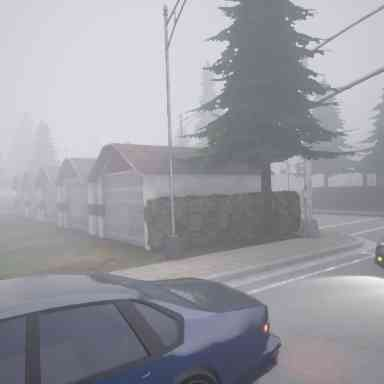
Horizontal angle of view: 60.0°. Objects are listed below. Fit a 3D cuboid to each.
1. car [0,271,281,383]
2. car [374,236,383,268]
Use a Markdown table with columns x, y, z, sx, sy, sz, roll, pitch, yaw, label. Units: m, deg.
| x | y | z | sx | sy | sz | roll | pitch | yaw | label |
| --- | --- | --- | --- | --- | --- | --- | --- | --- | --- |
| -1.610 | 1.539 | 2.824 | 5.357 | 1.411 | 2.033 | -2 | 1 | -34 | car |
| 6.459 | 1.224 | 8.505 | 4.181 | 1.385 | 1.994 | -1 | 0 | -37 | car |
